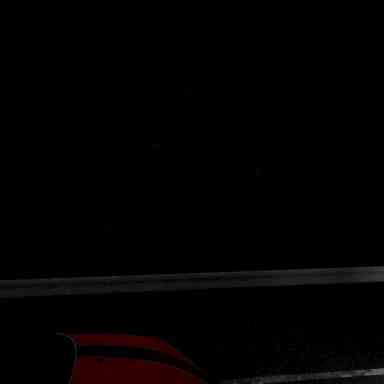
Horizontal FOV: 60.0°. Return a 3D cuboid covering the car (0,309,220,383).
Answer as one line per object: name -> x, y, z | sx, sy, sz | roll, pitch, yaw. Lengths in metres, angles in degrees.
car -> -1.835, 1.352, 1.684 | 4.553, 1.767, 2.097 | 0, 0, -7
